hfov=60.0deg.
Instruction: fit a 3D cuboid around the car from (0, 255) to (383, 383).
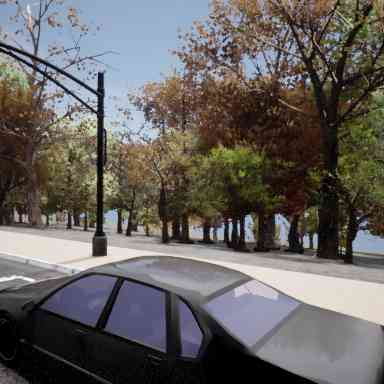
[{"bbox_3d":[-0.545,1.547,4.067,5.357,1.411,2.033,0,0,35],"label":"car"}]
